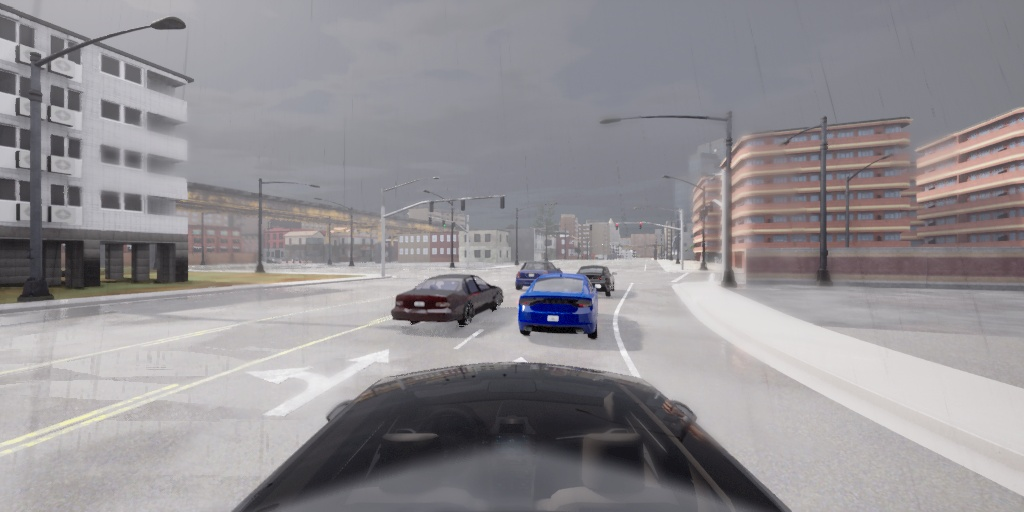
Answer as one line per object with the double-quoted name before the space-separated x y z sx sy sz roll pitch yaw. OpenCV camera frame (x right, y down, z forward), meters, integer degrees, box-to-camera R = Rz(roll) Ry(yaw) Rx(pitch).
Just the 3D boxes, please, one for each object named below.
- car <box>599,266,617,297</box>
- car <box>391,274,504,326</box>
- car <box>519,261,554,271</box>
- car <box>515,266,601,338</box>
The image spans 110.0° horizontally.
"car" 4.447 1.255 19.236 1.837 1.490 4.892 0 0 19
"car" -1.790 1.298 11.761 2.033 1.411 5.357 0 0 14
"car" 1.822 1.102 22.132 2.097 1.767 4.553 0 0 20
"car" 1.501 1.228 10.319 1.882 1.535 5.008 0 0 14
